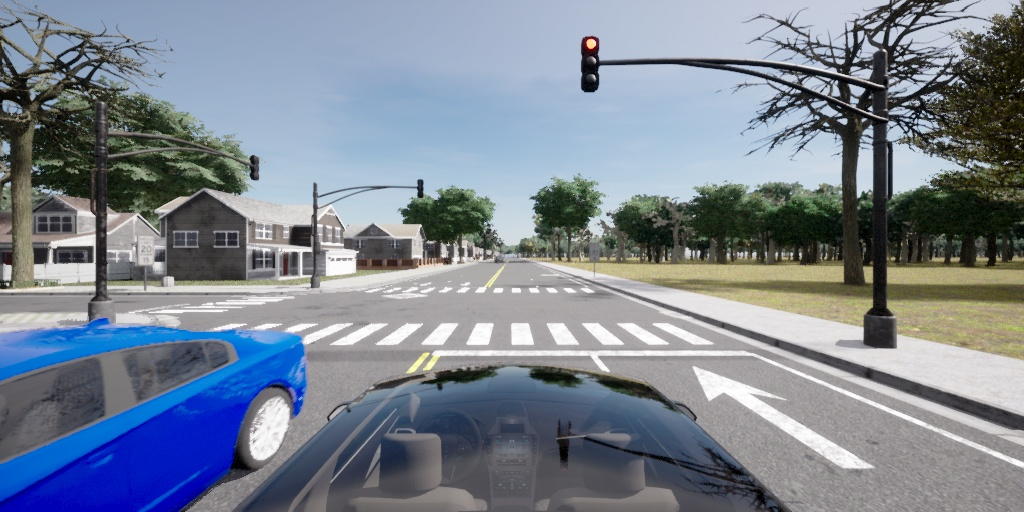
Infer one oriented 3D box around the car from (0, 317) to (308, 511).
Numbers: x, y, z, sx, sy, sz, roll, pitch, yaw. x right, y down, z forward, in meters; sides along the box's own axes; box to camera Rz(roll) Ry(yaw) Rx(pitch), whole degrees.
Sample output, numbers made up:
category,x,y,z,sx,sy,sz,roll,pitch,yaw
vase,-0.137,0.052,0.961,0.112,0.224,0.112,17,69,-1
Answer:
category,x,y,z,sx,sy,sz,roll,pitch,yaw
car,-3.251,1.254,2.001,1.882,1.535,5.008,0,0,0
